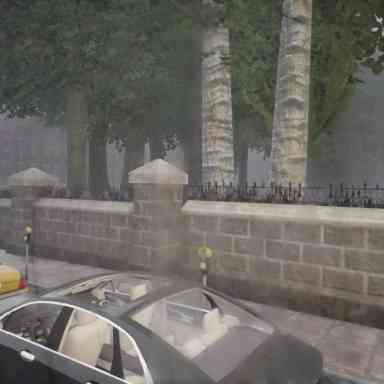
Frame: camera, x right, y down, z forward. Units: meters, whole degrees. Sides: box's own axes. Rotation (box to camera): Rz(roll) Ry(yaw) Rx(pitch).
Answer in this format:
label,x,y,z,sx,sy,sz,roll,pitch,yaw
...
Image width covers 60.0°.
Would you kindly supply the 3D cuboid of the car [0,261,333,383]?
label,x,y,z,sx,sy,sz,roll,pitch,yaw
car,-0.906,1.550,3.442,4.403,1.369,2.008,0,1,36
